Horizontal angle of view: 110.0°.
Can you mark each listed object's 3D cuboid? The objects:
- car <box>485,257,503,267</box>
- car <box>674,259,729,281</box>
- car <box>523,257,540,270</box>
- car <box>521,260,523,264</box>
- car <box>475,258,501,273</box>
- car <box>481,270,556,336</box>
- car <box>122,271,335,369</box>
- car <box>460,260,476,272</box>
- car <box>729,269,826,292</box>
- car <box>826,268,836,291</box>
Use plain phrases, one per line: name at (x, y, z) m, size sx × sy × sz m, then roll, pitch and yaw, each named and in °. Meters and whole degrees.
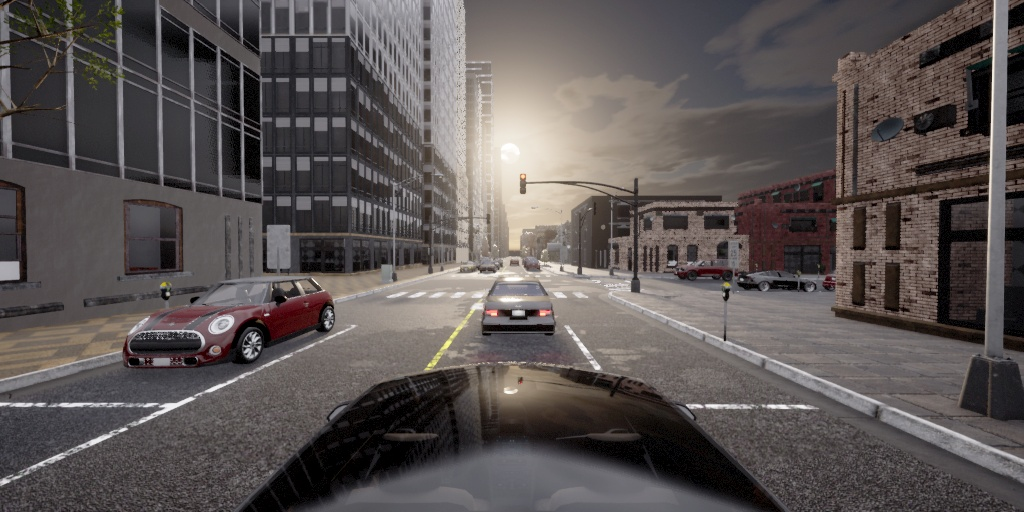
car at (-2.772, 1.285, 53.731) m, size 2.033 × 1.411 × 5.357 m, roll 0°, pitch 0°, yaw 0°
car at (16.700, 1.164, 30.910) m, size 5.009 × 1.841 × 2.192 m, roll 0°, pitch 0°, yaw 1°
car at (3.000, 1.178, 51.280) m, size 1.967 × 1.591 × 4.097 m, roll 0°, pitch 0°, yaw 0°
car at (3.072, 1.051, 62.568) m, size 2.192 × 1.841 × 5.009 m, roll 0°, pitch 0°, yaw 0°
car at (-2.835, 1.287, 43.411) m, size 2.033 × 1.411 × 5.357 m, roll 0°, pitch 0°, yaw 0°
car at (0.154, 1.295, 10.364) m, size 2.033 × 1.411 × 5.357 m, roll 0°, pitch 0°, yaw 0°
car at (-5.656, 1.188, 7.797) m, size 1.967 × 1.591 × 4.097 m, roll 0°, pitch 0°, yaw 0°
car at (-5.554, 1.265, 45.575) m, size 1.751 × 1.417 × 4.829 m, roll 0°, pitch 0°, yaw 0°
car at (16.540, 1.546, 22.533) m, size 4.313 × 1.339 × 1.948 m, roll 0°, pitch 0°, yaw 1°
car at (22.087, 1.473, 22.426) m, size 4.097 × 1.591 × 1.967 m, roll 0°, pitch 0°, yaw 1°
